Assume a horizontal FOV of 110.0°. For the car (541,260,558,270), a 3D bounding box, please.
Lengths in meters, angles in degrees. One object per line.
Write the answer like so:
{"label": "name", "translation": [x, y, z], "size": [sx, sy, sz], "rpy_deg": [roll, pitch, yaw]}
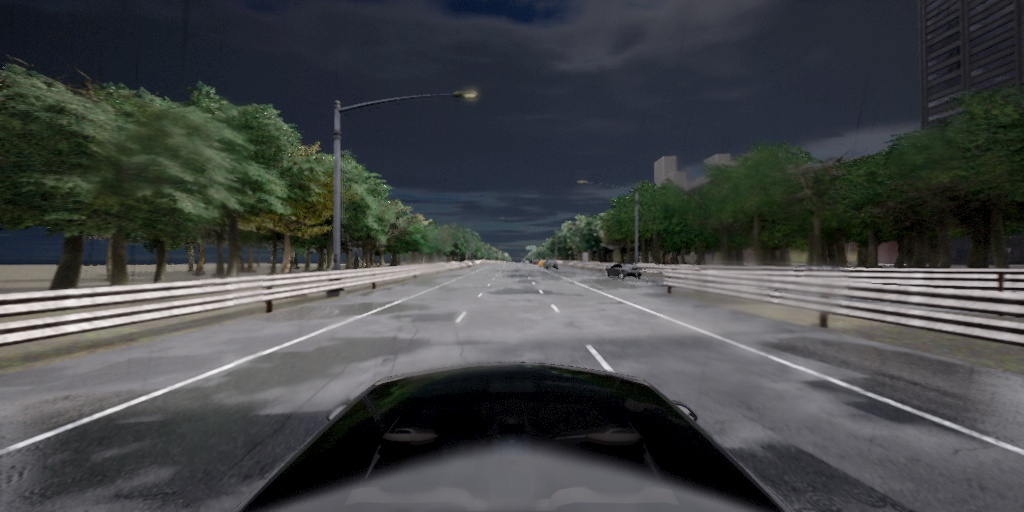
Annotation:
{"label": "car", "translation": [6.837, 1.413, 63.262], "size": [2.097, 1.767, 4.553], "rpy_deg": [0, 0, 0]}

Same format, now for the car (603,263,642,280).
{"label": "car", "translation": [10.767, 1.446, 35.089], "size": [1.837, 1.490, 4.892], "rpy_deg": [-1, 0, -14]}

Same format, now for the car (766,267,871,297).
{"label": "car", "translation": [16.375, 1.320, 19.719], "size": [2.128, 1.511, 4.902], "rpy_deg": [0, -1, -23]}
